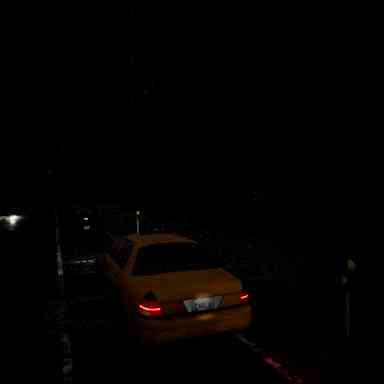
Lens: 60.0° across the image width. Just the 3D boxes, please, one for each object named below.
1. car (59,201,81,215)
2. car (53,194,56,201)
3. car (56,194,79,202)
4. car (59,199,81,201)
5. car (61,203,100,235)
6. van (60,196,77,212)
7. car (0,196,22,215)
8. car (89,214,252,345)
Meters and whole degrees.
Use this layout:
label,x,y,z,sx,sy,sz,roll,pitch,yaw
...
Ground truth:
label,x,y,z,sx,sy,sz,roll,pitch,yaw
car,-8.219,1.551,23.802,2.008,1.369,4.403,0,0,-23
car,-31.636,1.468,79.545,1.967,1.590,4.097,0,0,-24
car,-12.449,1.316,34.007,2.192,1.841,5.009,0,0,-23
car,-10.334,1.566,28.904,1.947,1.339,4.313,0,0,-23
car,-6.104,1.551,18.699,2.008,1.369,4.403,0,0,-23
van,-14.565,1.342,39.110,1.690,1.788,3.998,0,0,-23
car,-18.464,1.478,33.043,1.882,1.535,5.008,0,0,-22
car,-0.838,1.457,6.757,1.801,1.575,5.366,0,0,-23
